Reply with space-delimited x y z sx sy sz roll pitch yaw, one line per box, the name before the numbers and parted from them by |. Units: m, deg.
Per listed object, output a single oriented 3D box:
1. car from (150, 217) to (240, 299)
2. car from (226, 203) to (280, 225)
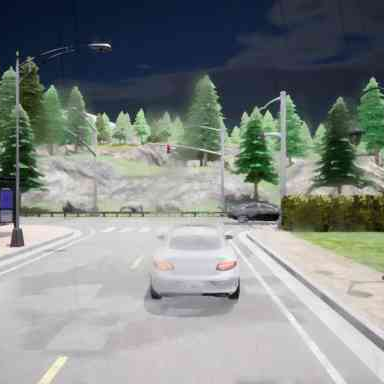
car | 0.077 1.526 8.310 1.812 1.442 4.674 0 0 1
car | 4.916 1.505 23.644 4.902 1.511 2.128 0 0 1
